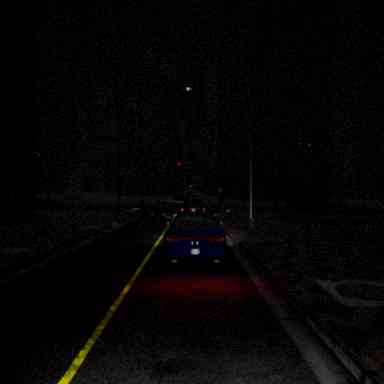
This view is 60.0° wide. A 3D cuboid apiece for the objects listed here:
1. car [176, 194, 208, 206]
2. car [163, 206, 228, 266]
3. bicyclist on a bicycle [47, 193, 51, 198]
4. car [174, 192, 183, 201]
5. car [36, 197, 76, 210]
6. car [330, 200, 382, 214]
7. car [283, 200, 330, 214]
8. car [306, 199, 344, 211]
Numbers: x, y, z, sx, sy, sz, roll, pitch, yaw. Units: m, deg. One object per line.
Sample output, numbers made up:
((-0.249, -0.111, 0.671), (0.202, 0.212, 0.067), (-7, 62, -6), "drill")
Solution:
((0.115, 1.284, 25.385), (2.097, 1.767, 4.553), (0, 0, 1), "car")
((0.097, 1.447, 11.396), (1.882, 1.535, 5.008), (0, 0, 0), "car")
((-20.505, 0.903, 47.455), (0.582, 1.620, 1.656), (1, 0, 0), "bicyclist on a bicycle")
((-3.022, 1.019, 77.676), (2.150, 2.045, 5.566), (0, 0, 0), "car")
((-14.780, 1.270, 35.972), (4.403, 1.369, 2.008), (1, -1, 0), "car")
((17.941, 1.727, 36.074), (4.829, 1.417, 1.752), (1, -1, 0), "car")
((12.128, 1.678, 36.073), (4.313, 1.339, 1.947), (1, -1, 0), "car")
((17.778, 1.722, 44.598), (4.403, 1.369, 2.008), (1, -1, 0), "car")
